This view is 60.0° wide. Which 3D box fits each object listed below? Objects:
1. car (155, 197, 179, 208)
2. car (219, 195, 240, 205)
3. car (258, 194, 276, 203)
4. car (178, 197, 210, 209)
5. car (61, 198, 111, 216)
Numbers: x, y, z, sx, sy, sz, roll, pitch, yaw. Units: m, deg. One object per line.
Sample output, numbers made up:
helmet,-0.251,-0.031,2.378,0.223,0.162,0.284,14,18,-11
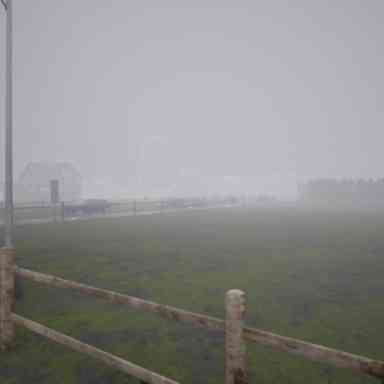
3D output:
car,-2.656,1.347,42.539,2.128,1.511,4.902,-1,0,35
car,6.366,1.341,55.490,1.837,1.490,4.892,-1,0,35
car,13.889,1.067,61.416,2.097,1.767,4.553,-1,0,36
car,0.627,1.390,42.117,1.994,1.385,4.181,-1,0,35
car,-10.034,1.390,31.827,1.882,1.535,5.008,-1,0,34
